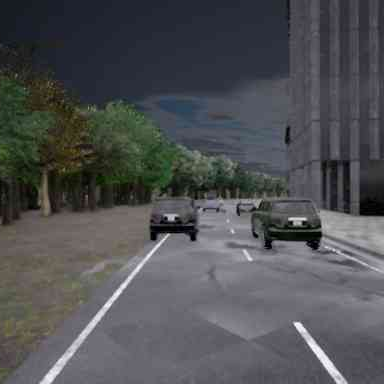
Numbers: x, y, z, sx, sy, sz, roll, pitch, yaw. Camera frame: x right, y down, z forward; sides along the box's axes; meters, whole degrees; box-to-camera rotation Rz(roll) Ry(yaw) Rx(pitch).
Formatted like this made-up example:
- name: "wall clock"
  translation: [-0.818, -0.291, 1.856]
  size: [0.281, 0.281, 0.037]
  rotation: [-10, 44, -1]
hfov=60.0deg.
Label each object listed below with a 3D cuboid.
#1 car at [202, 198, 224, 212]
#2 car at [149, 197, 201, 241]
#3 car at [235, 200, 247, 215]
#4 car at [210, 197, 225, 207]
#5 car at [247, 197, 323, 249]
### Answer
- name: "car"
  translation: [2.308, 1.542, 38.935]
  size: [2.033, 1.411, 5.357]
  rotation: [0, 0, 8]
- name: "car"
  translation: [-0.767, 1.245, 17.027]
  size: [2.150, 2.045, 5.566]
  rotation: [0, 0, 3]
- name: "car"
  translation: [5.368, 1.498, 33.229]
  size: [2.128, 1.511, 4.902]
  rotation: [0, 0, 6]
- name: "car"
  translation: [4.019, 1.554, 52.332]
  size: [1.895, 1.301, 4.718]
  rotation: [0, 0, 10]
- name: "car"
  translation: [3.995, 1.245, 14.870]
  size: [2.150, 2.045, 5.566]
  rotation: [0, 0, 3]
